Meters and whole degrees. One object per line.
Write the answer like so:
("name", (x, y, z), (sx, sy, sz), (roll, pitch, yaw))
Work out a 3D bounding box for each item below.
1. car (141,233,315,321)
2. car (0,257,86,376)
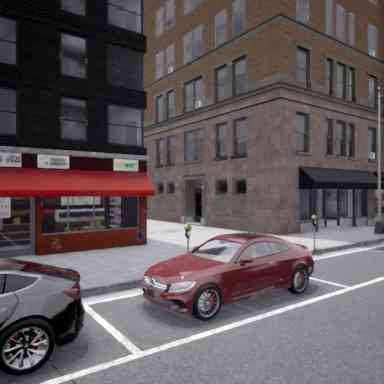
("car", (0.954, 1.582, 7.218), (4.206, 1.307, 1.802), (0, 0, -36))
("car", (-3.523, 1.566, 4.022), (4.313, 1.339, 1.947), (0, 0, -36))
